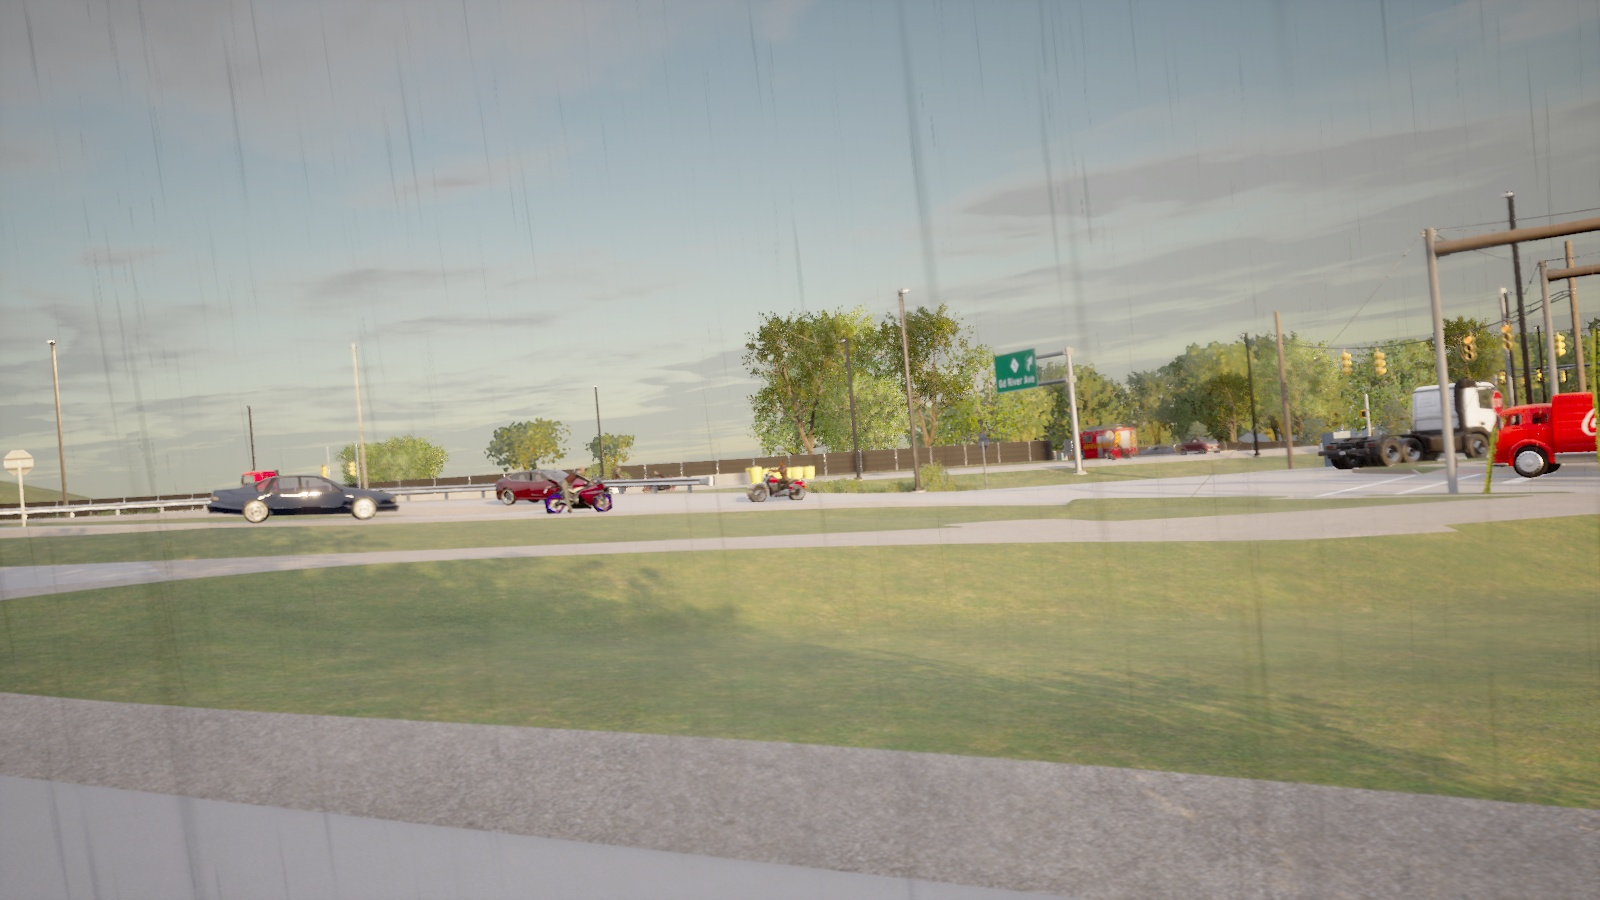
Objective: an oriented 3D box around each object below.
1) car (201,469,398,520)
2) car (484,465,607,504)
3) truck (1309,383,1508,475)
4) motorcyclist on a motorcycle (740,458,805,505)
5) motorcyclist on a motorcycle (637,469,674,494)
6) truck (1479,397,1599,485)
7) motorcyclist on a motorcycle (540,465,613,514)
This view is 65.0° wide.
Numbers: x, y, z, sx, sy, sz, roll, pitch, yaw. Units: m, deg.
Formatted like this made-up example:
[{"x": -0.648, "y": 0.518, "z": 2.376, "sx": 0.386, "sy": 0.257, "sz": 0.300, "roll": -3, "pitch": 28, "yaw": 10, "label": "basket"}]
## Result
[{"x": -14.945, "y": 1.331, "z": 37.709, "sx": 5.357, "sy": 1.411, "sz": 2.033, "roll": 0, "pitch": -2, "yaw": -22, "label": "car"}, {"x": -10.910, "y": 1.467, "z": 53.860, "sx": 4.792, "sy": 1.488, "sz": 2.163, "roll": -2, "pitch": 1, "yaw": 27, "label": "car"}, {"x": 25.689, "y": -0.881, "z": 52.954, "sx": 7.936, "sy": 3.462, "sz": 2.891, "roll": -2, "pitch": -1, "yaw": -23, "label": "truck"}, {"x": -1.033, "y": 1.165, "z": 47.450, "sx": 2.350, "sy": 1.649, "sz": 0.766, "roll": -2, "pitch": 1, "yaw": -26, "label": "motorcyclist on a motorcycle"}, {"x": -9.598, "y": 2.083, "z": 83.520, "sx": 2.191, "sy": 1.530, "sz": 0.866, "roll": -3, "pitch": -1, "yaw": -23, "label": "motorcyclist on a motorcycle"}, {"x": 23.480, "y": -0.312, "z": 37.341, "sx": 5.204, "sy": 2.467, "sz": 2.627, "roll": -3, "pitch": 1, "yaw": 42, "label": "truck"}, {"x": -7.260, "y": 1.271, "z": 40.791, "sx": 2.191, "sy": 1.530, "sz": 0.866, "roll": -1, "pitch": -2, "yaw": -22, "label": "motorcyclist on a motorcycle"}]
